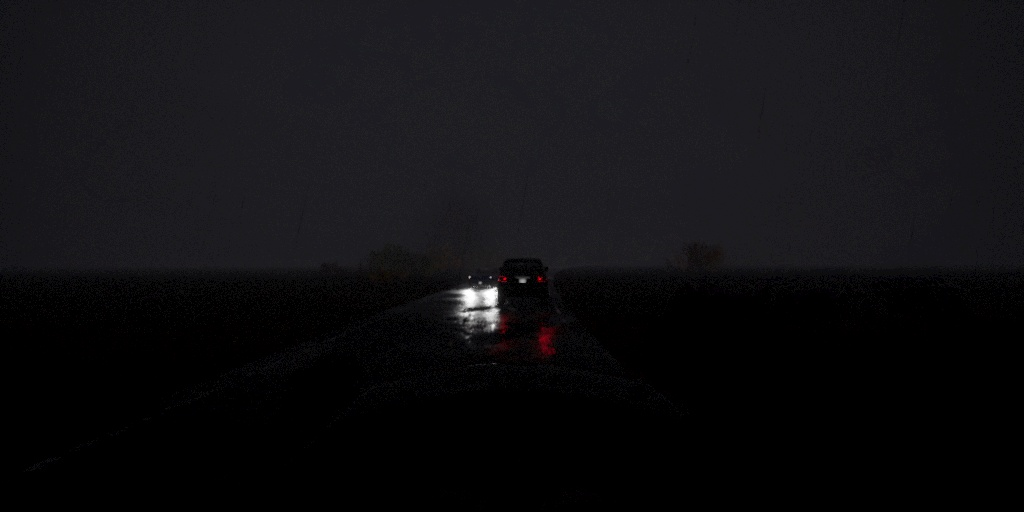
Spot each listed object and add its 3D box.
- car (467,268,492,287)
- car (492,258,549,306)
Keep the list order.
[{"bbox_3d":[-1.981,1.533,26.501,1.895,1.301,4.718,0,0,5],"label":"car"},{"bbox_3d":[0.547,1.089,16.828,2.150,2.045,5.566,0,0,3],"label":"car"}]
